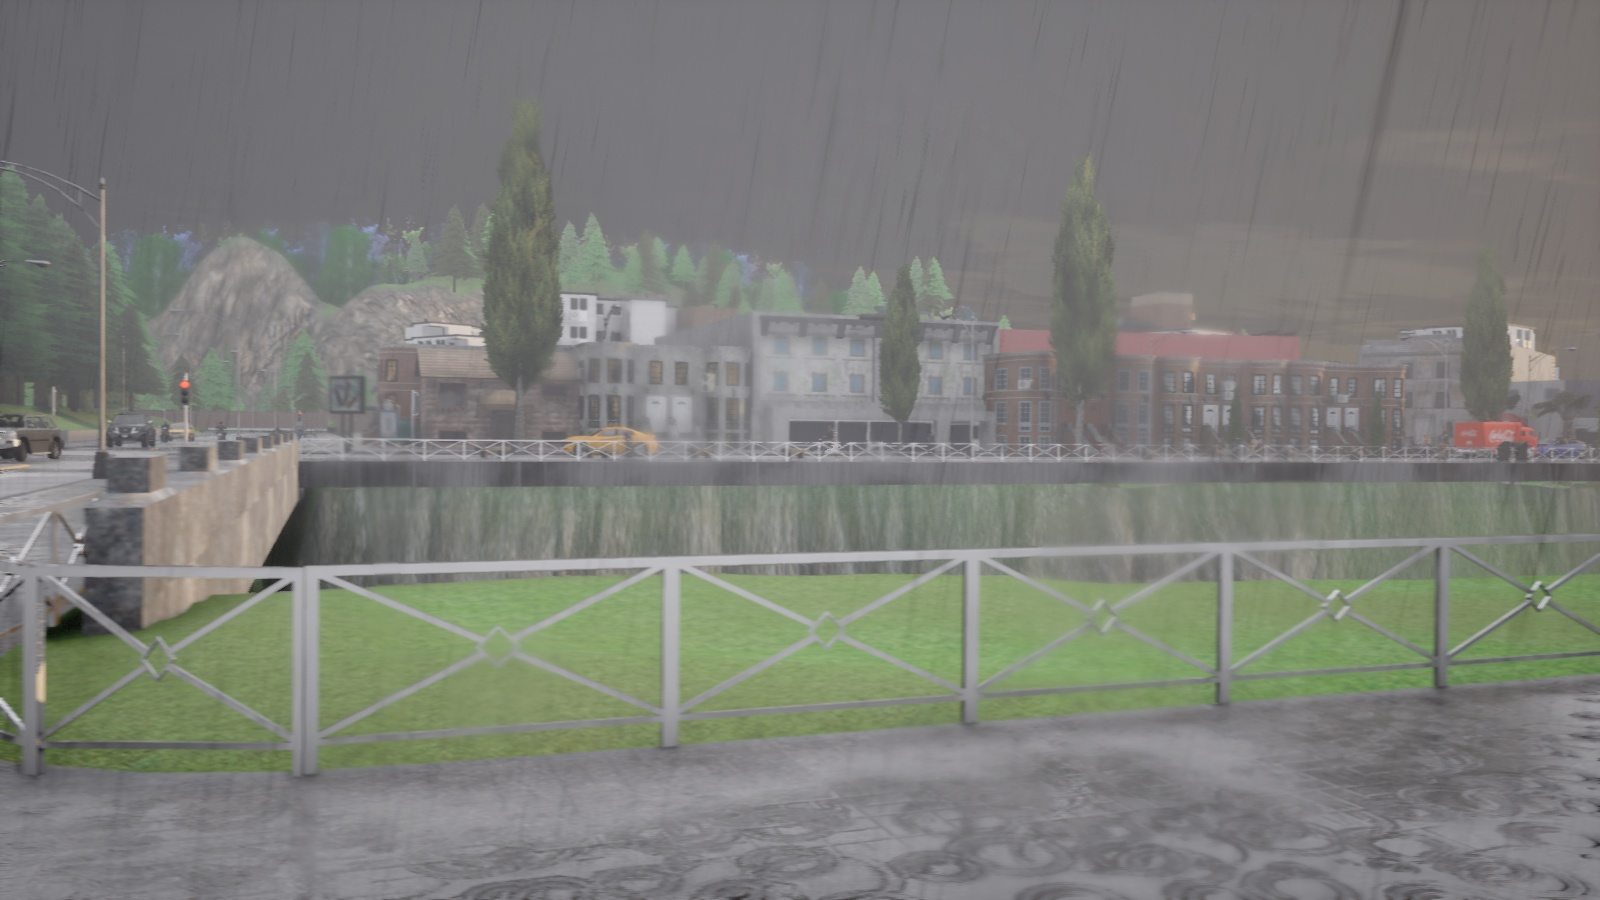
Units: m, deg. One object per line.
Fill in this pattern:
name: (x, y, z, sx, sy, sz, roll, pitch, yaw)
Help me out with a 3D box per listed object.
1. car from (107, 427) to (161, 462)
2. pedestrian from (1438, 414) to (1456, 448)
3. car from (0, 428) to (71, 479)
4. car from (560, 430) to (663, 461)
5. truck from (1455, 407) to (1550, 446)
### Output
car: (-40.160, -0.358, 75.834, 2.150, 2.045, 5.566, -1, 1, -20)
pedestrian: (35.546, -1.040, 68.977, 0.694, 1.848, 0.540, -1, 1, -23)
car: (-29.669, 0.111, 47.634, 1.932, 1.855, 4.605, -1, 1, -10)
car: (-9.870, -0.244, 65.765, 5.008, 1.535, 1.882, -1, 1, -20)
truck: (45.629, -1.557, 81.641, 5.204, 2.467, 2.627, -1, 1, -20)
